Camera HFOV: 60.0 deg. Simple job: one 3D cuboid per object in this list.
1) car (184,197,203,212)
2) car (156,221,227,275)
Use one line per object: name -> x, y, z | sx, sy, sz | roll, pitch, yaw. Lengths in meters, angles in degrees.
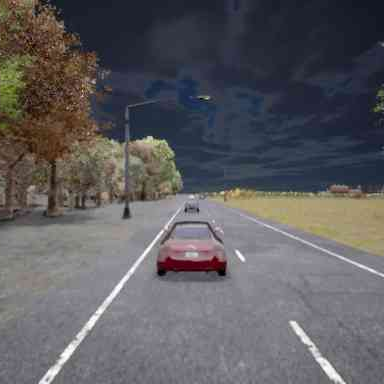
car -> -0.020, 1.726, 42.498 | 2.033, 1.411, 5.357 | 0, 0, 0
car -> -0.006, 1.614, 10.668 | 1.994, 1.385, 4.181 | 0, 0, 0
